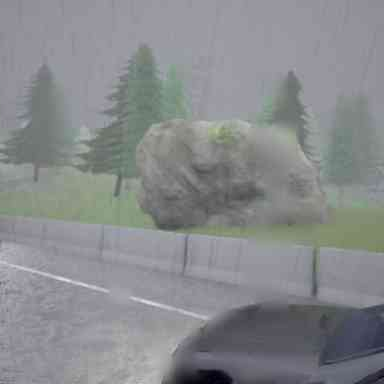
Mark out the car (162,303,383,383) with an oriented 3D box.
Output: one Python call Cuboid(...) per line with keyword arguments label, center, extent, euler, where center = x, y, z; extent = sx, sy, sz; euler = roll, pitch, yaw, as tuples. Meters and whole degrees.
Cuboid(label="car", center=(2.337, 1.555, 2.325), extent=(5.357, 1.411, 2.033), euler=(1, 0, 35))
